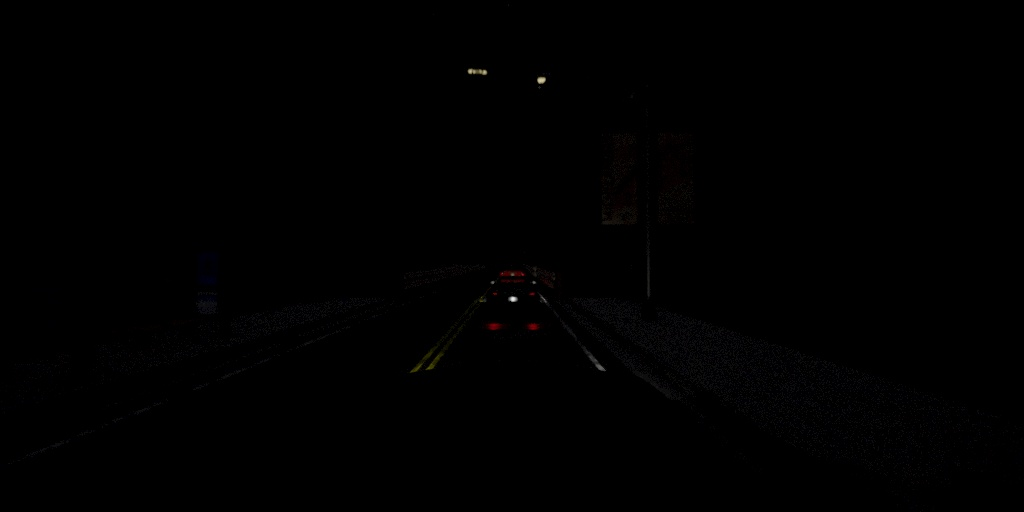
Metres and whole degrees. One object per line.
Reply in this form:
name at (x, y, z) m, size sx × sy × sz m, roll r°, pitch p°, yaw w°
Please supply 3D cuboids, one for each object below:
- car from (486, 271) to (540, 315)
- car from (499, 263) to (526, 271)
car at (0.056, 1.481, 14.406) m, size 1.994 × 1.385 × 4.181 m, roll 0°, pitch -1°, yaw 0°
car at (0.051, 1.460, 29.102) m, size 2.097 × 1.767 × 4.553 m, roll 0°, pitch -1°, yaw 1°
